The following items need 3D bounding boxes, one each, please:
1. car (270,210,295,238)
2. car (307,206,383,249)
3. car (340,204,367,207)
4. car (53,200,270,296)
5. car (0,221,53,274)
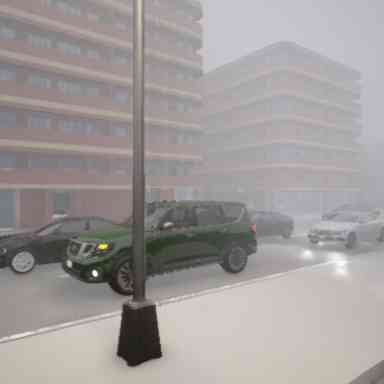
[{"bbox_3d":[3.232,1.606,16.520,4.674,1.442,1.812,0,0,-37],"label":"car"},{"bbox_3d":[7.200,1.584,15.134,4.674,1.442,1.812,0,0,-37],"label":"car"},{"bbox_3d":[10.665,1.561,22.176,5.008,1.535,1.882,0,0,-37],"label":"car"},{"bbox_3d":[-0.578,1.276,9.225,5.566,2.045,2.150,0,0,-37],"label":"car"},{"bbox_3d":[-3.996,1.554,11.051,5.008,1.535,1.882,0,0,-37],"label":"car"}]
